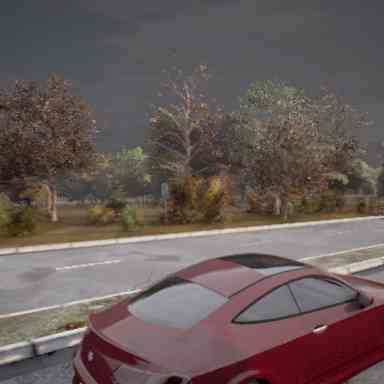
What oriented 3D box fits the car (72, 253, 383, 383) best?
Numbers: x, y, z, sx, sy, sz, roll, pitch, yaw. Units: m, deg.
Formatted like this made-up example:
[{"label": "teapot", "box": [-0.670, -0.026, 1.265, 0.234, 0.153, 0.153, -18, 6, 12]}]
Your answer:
[{"label": "car", "box": [0.977, 1.524, 4.136, 4.674, 1.442, 1.812, 0, 0, -35]}]
